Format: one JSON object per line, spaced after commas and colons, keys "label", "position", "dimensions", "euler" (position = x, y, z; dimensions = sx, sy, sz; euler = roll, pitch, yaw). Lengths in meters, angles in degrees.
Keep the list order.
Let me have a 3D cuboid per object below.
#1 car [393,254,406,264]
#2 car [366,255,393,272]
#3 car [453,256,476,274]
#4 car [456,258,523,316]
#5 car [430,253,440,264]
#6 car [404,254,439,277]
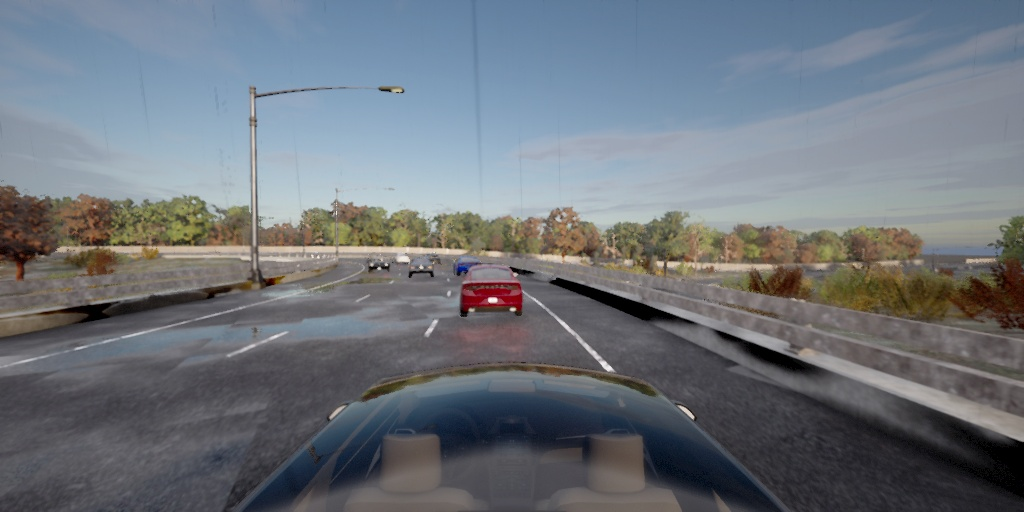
{"label": "car", "position": [-15.735, 0.396, 50.756], "dimensions": [1.812, 1.442, 4.674], "euler": [-1, 1, -27]}
{"label": "car", "position": [-12.448, 0.779, 33.820], "dimensions": [1.895, 1.301, 4.718], "euler": [0, 1, -19]}
{"label": "car", "position": [-3.586, 0.736, 28.507], "dimensions": [1.882, 1.535, 5.008], "euler": [0, 1, -14]}
{"label": "car", "position": [-0.784, 1.028, 12.512], "dimensions": [1.882, 1.535, 5.008], "euler": [0, 1, -6]}
{"label": "car", "position": [-11.255, 0.386, 49.616], "dimensions": [1.837, 1.490, 4.892], "euler": [0, 1, -25]}
{"label": "car", "position": [-7.046, 0.824, 27.931], "dimensions": [2.033, 1.411, 5.357], "euler": [0, 1, -14]}
